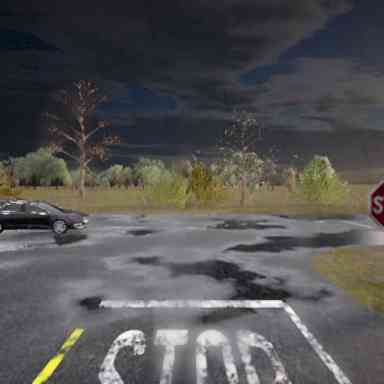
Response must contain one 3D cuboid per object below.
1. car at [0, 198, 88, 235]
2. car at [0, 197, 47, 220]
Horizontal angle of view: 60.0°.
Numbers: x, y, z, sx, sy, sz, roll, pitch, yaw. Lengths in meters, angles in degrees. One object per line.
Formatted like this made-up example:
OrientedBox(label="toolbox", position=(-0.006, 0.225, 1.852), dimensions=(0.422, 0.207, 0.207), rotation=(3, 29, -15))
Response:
OrientedBox(label="car", position=(-7.587, 1.203, 16.129), dimensions=(4.892, 1.490, 1.837), rotation=(0, 1, -1))
OrientedBox(label="car", position=(-12.569, 1.105, 22.991), dimensions=(4.181, 1.385, 1.994), rotation=(0, 1, -2))
